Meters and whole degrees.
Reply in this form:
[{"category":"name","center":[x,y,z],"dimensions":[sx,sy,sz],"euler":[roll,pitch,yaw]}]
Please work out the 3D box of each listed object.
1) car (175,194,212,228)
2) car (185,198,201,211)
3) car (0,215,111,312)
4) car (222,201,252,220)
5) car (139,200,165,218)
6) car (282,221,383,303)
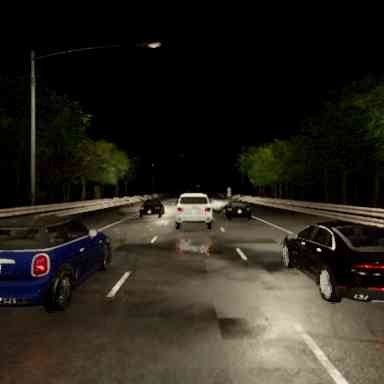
[{"category":"car","center":[0.106,1.134,21.364],"dimensions":[2.150,2.045,5.566],"euler":[0,0,0]},{"category":"car","center":[0.111,1.437,39.683],"dimensions":[1.895,1.301,4.718],"euler":[0,0,0]},{"category":"car","center":[-3.397,1.320,7.802],"dimensions":[2.097,1.767,4.553],"euler":[0,0,0]},{"category":"car","center":[3.606,1.452,27.231],"dimensions":[1.994,1.385,4.181],"euler":[0,0,0]},{"category":"car","center":[-3.392,1.407,28.761],"dimensions":[1.812,1.442,4.674],"euler":[0,0,0]},{"category":"car","center":[3.602,1.472,8.114],"dimensions":[1.837,1.490,4.892],"euler":[0,0,0]}]
